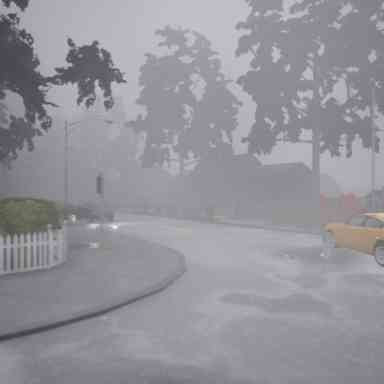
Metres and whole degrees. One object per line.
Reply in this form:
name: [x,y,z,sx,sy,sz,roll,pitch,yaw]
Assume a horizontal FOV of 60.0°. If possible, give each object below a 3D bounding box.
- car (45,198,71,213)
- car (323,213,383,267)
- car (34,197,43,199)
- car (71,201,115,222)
car: [-13.355,1.525,34.007,2.033,1.411,5.357,0,0,-36]
car: [6.425,1.449,11.398,1.882,1.535,5.008,1,0,-6]
car: [-19.390,1.482,42.509,1.837,1.490,4.892,0,0,-35]
car: [-7.633,1.483,25.998,1.837,1.490,4.892,0,0,-36]
